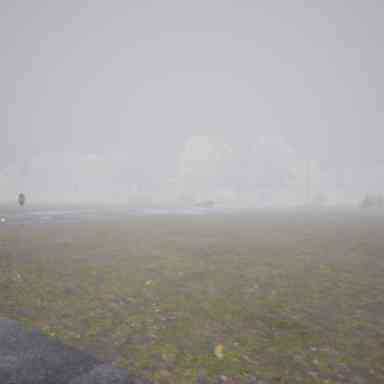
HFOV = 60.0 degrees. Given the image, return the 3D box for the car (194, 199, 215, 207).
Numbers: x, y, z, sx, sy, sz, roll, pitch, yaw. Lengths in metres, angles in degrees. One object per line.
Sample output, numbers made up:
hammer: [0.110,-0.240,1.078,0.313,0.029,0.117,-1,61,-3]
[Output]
car: [2.332,1.983,60.784,1.882,1.535,5.008,1,1,36]
